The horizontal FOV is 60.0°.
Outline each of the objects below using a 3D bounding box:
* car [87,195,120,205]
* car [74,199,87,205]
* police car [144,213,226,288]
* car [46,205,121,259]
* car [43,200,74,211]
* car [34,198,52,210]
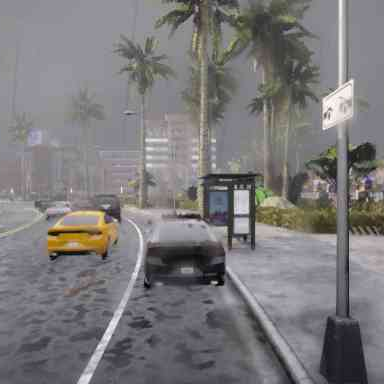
[{"bbox_3d":[-6.796,1.214,25.875,2.150,2.045,5.566,0,0,-16],"label":"car"},{"bbox_3d":[-13.486,1.538,40.959,2.033,1.411,5.357,0,0,-30],"label":"car"},{"bbox_3d":[-0.319,1.424,9.464,1.930,1.638,5.238,0,0,-5],"label":"police car"},{"bbox_3d":[-3.949,1.476,12.635,1.882,1.535,5.008,0,0,-7],"label":"car"},{"bbox_3d":[-11.459,1.593,28.690,1.895,1.301,4.718,0,0,-20],"label":"car"},{"bbox_3d":[-19.546,1.478,43.855,2.128,1.511,4.902,0,0,-36],"label":"car"}]
